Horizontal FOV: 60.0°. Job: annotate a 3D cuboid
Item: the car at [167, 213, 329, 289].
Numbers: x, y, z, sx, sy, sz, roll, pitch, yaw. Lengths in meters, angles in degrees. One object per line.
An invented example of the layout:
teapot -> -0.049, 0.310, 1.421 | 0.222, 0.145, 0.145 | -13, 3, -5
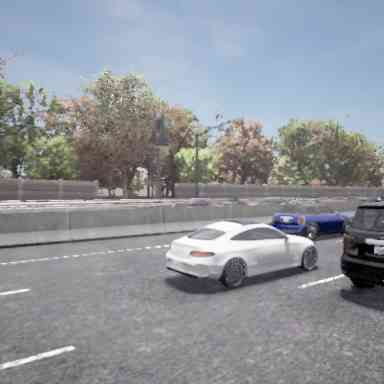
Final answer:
car -> 1.522, 1.521, 9.131 | 4.674, 1.442, 1.812 | 0, 0, -35

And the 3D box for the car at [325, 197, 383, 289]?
car -> 5.808, 1.214, 7.888 | 5.566, 2.045, 2.150 | 0, 0, -35

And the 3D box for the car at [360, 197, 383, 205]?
car -> 33.705, 1.619, 62.296 | 4.718, 1.301, 1.895 | 0, 0, -35

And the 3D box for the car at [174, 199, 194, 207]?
car -> 0.527, 1.534, 38.753 | 5.357, 1.411, 2.033 | 0, 0, -35

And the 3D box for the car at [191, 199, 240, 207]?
car -> 2.652, 1.588, 31.673 | 4.718, 1.301, 1.895 | 0, 0, -35

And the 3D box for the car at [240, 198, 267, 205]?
car -> 7.052, 1.337, 30.506 | 4.553, 1.767, 2.097 | 0, 0, -35

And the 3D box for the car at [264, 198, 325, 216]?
car -> 6.121, 1.341, 16.708 | 4.553, 1.767, 2.097 | 0, 0, -36
